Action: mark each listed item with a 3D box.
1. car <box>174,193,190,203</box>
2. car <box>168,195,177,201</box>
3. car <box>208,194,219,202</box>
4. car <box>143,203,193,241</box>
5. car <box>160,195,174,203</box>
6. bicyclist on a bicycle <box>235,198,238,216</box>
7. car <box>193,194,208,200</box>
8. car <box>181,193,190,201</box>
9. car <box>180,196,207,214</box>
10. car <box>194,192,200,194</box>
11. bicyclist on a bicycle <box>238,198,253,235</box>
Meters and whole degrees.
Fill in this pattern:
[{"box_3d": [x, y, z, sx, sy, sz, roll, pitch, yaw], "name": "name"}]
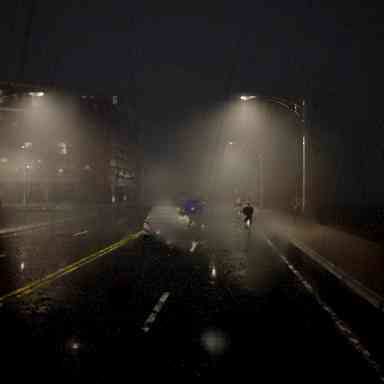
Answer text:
[{"box_3d": [-1.778, 1.506, 64.550, 2.033, 1.411, 5.357, 0, 0, 2], "name": "car"}, {"box_3d": [-4.801, 1.421, 80.740, 1.882, 1.535, 5.008, 0, 0, 0], "name": "car"}, {"box_3d": [4.915, 1.443, 73.481, 1.837, 1.490, 4.892, 0, 0, 0], "name": "car"}, {"box_3d": [-1.186, 1.520, 16.720, 1.812, 1.442, 4.674, 0, 0, 5], "name": "car"}, {"box_3d": [-5.039, 1.563, 64.470, 1.895, 1.301, 4.718, 0, 0, 2], "name": "car"}, {"box_3d": [3.737, 1.356, 26.855, 0.659, 1.776, 1.843, 0, 0, 4], "name": "bicyclist on a bicycle"}, {"box_3d": [1.221, 1.493, 53.016, 1.812, 1.442, 4.674, 0, 0, 2], "name": "car"}, {"box_3d": [-1.551, 1.165, 80.764, 2.150, 2.045, 5.566, 0, 0, 0], "name": "car"}, {"box_3d": [0.239, 1.460, 34.569, 1.882, 1.535, 5.008, 0, 0, 4], "name": "car"}, {"box_3d": [1.618, 1.471, 91.505, 1.994, 1.385, 4.181, 0, 0, -1], "name": "car"}, {"box_3d": [2.977, 1.363, 17.811, 0.659, 1.776, 1.843, 0, 0, 5], "name": "bicyclist on a bicycle"}]
